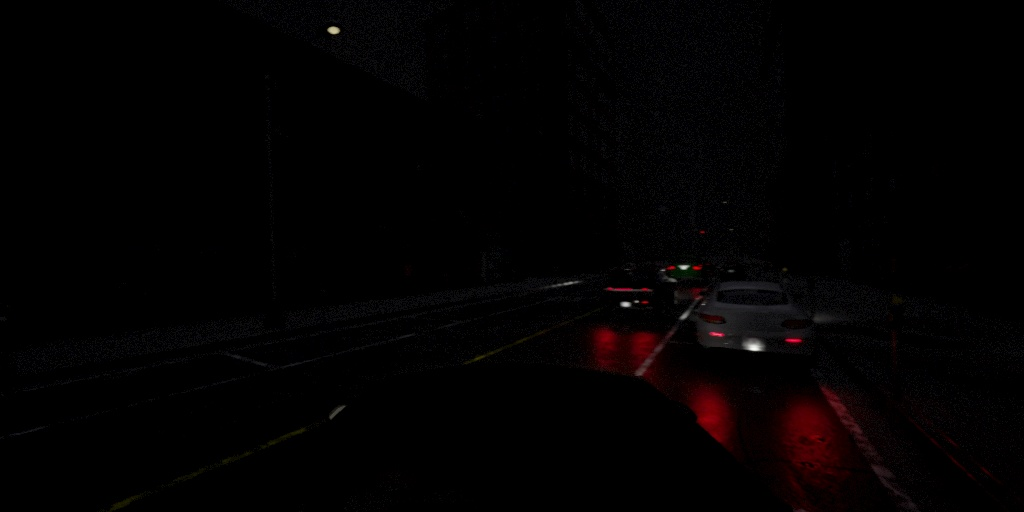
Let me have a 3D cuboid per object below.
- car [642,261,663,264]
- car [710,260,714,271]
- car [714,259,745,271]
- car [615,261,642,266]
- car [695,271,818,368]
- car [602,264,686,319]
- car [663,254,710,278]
[{"bbox_3d":[13.725,1.244,33.579,1.812,1.442,4.674,-2,-1,32],"label":"car"},{"bbox_3d":[22.509,1.078,41.938,1.882,1.535,5.008,-2,-1,32],"label":"car"},{"bbox_3d":[17.619,1.158,28.726,1.948,1.339,4.313,0,0,32],"label":"car"},{"bbox_3d":[10.367,1.228,33.204,1.967,1.591,4.097,0,0,32],"label":"car"},{"bbox_3d":[5.098,1.213,7.739,1.812,1.442,4.674,-2,-1,32],"label":"car"},{"bbox_3d":[4.708,1.231,12.910,2.128,1.511,4.902,-2,0,32],"label":"car"},{"bbox_3d":[12.668,0.894,25.818,2.150,2.045,5.566,-2,-1,31],"label":"car"}]
